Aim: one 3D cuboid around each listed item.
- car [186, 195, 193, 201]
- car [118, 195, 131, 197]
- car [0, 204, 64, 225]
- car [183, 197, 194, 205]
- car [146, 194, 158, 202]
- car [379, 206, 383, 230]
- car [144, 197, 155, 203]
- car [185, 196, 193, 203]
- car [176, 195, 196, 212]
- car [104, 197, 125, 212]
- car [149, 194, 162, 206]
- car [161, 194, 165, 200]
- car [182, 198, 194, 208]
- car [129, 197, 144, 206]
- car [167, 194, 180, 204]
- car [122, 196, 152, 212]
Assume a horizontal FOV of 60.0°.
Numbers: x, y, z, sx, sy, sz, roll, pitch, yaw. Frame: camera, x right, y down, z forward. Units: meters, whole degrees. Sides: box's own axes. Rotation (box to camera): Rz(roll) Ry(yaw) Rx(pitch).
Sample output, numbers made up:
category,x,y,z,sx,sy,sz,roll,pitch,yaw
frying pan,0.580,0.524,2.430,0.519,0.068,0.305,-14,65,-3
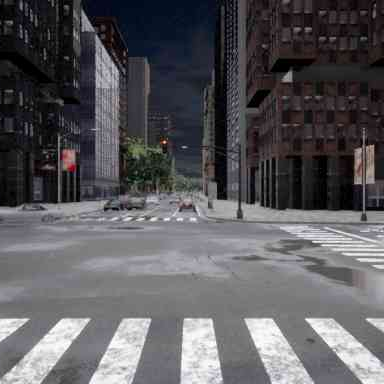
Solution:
category,x,y,z,sx,sy,sz,roll,pitch,yaw
car,-0.758,1.689,93.300,1.887,1.381,4.507,0,0,0
car,-9.073,1.332,44.443,2.192,1.841,5.009,0,0,0
car,-11.035,1.459,21.810,4.718,1.301,1.895,1,0,-33
car,-0.617,1.599,60.750,1.887,1.381,4.507,0,0,0
car,-9.213,1.411,76.999,2.192,1.841,5.009,0,0,0
car,14.844,1.723,20.974,4.902,1.511,2.128,1,0,0
car,-9.189,1.663,71.573,1.802,1.307,4.206,0,0,0
car,-0.665,1.607,71.770,1.752,1.417,4.829,0,0,0
car,-0.524,1.445,39.051,1.967,1.590,4.097,0,0,0
car,-9.049,1.571,39.017,1.947,1.339,4.313,0,0,0
car,-6.440,1.567,55.058,1.812,1.442,4.674,0,0,0
car,-9.282,1.689,93.276,1.887,1.381,4.507,0,0,0
car,-0.570,1.611,49.900,1.802,1.307,4.206,0,0,0
car,-9.118,1.566,55.124,1.752,1.417,4.829,0,0,0
car,-3.398,1.667,65.653,1.895,1.301,4.718,0,0,0
car,-6.382,1.553,39.306,2.033,1.411,5.357,0,0,0
